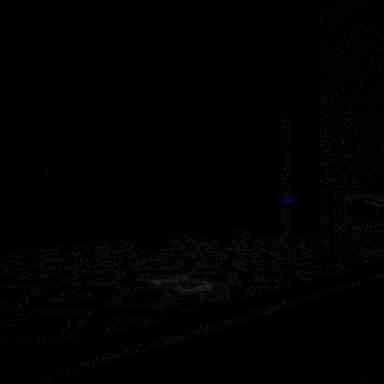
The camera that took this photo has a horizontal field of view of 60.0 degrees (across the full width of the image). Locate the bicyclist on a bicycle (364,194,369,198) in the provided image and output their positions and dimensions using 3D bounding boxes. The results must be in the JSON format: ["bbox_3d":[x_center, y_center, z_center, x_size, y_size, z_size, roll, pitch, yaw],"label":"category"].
[{"bbox_3d":[20.789,1.029,39.608,1.656,1.620,0.582,0,1,-36],"label":"bicyclist on a bicycle"}]

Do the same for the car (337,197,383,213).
[{"bbox_3d":[17.718,1.292,34.317,1.812,1.442,4.674,0,1,-35],"label":"car"}]

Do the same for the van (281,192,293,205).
[{"bbox_3d":[12.199,0.930,46.548,1.690,1.788,3.998,1,0,-36],"label":"van"}]

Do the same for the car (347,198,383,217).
[{"bbox_3d":[14.771,1.366,28.275,2.008,1.369,4.403,1,0,-36],"label":"car"}]
